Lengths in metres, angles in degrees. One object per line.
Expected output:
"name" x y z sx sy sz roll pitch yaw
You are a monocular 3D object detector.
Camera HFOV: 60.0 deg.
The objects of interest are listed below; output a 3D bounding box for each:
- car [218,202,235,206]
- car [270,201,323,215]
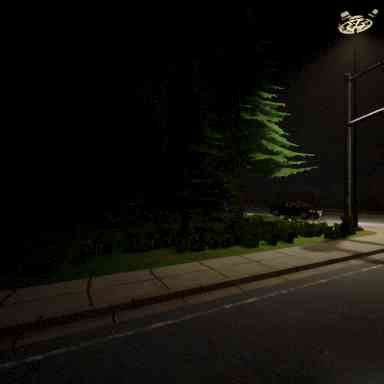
"car" 3.144 1.379 36.858 2.097 1.767 4.553 0 0 -35
"car" 8.864 1.518 28.570 2.128 1.511 4.902 0 0 -35
